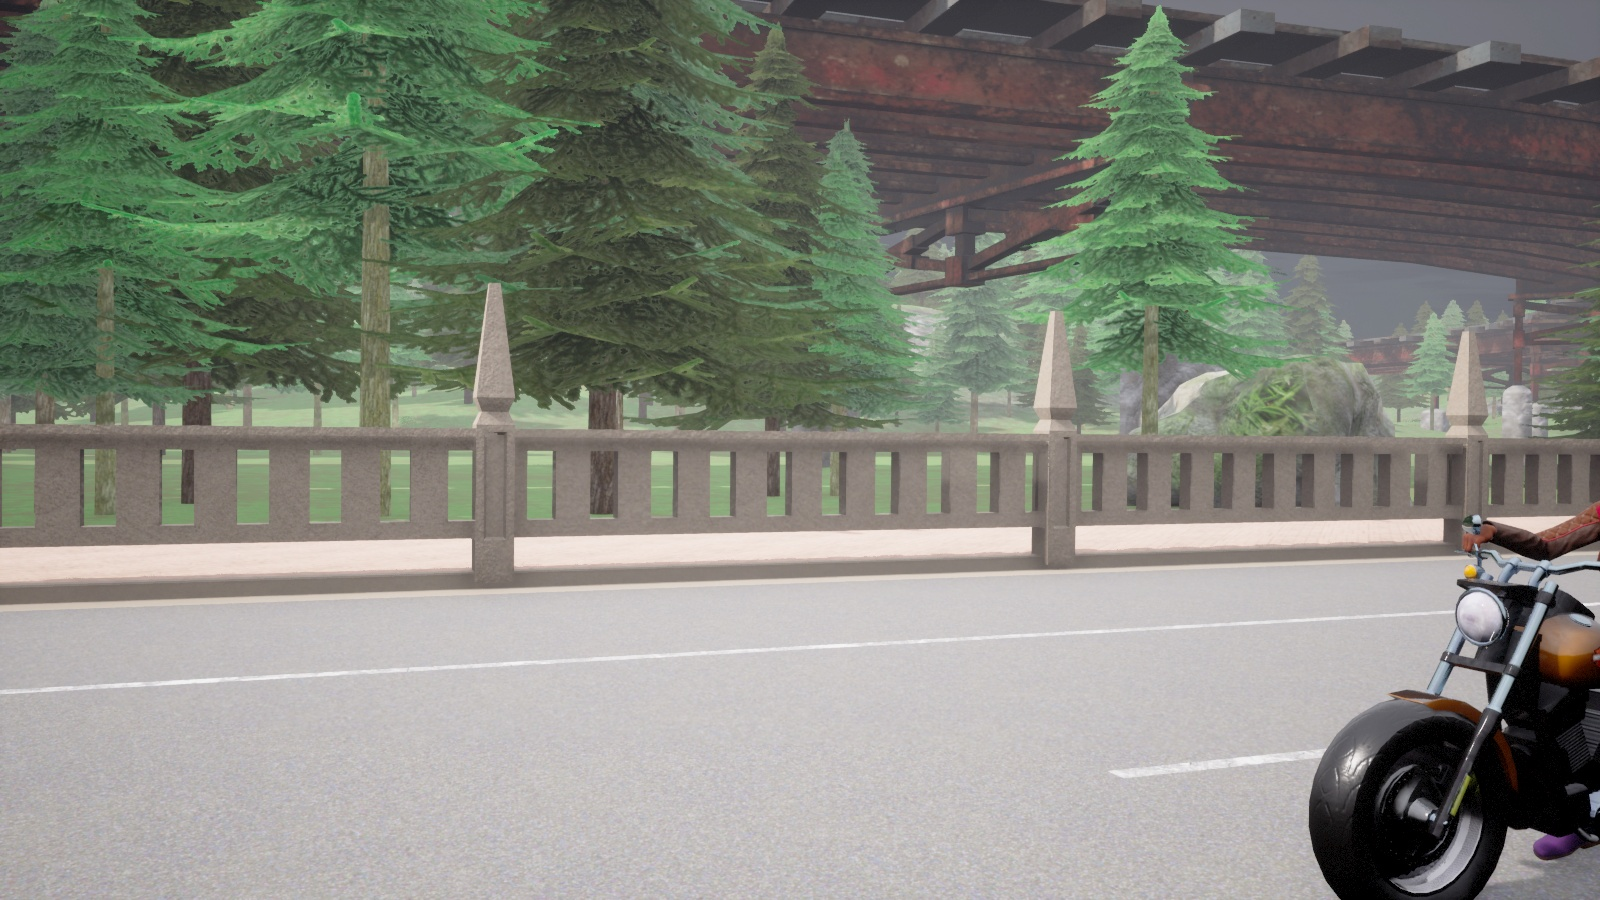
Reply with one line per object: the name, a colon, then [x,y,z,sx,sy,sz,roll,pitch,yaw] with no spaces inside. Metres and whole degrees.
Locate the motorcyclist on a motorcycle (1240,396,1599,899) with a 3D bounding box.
motorcyclist on a motorcycle: [2.716,0.650,4.271,2.350,1.649,0.766,-1,1,-21]
